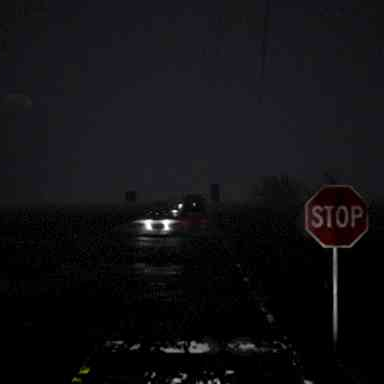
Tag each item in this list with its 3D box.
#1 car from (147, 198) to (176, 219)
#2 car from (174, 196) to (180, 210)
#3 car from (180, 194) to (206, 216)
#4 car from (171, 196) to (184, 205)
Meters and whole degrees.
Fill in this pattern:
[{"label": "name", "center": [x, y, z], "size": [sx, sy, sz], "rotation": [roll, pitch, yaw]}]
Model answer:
[{"label": "car", "center": [-2.791, 1.520, 29.599], "size": [1.837, 1.490, 4.892], "rotation": [0, 0, 1]}, {"label": "car", "center": [-2.707, 1.576, 43.008], "size": [2.033, 1.411, 5.357], "rotation": [0, 0, 0]}, {"label": "car", "center": [0.208, 1.241, 33.012], "size": [2.150, 2.045, 5.566], "rotation": [0, 0, 0]}, {"label": "car", "center": [-2.582, 1.544, 61.915], "size": [2.128, 1.511, 4.902], "rotation": [0, 0, 1]}]
